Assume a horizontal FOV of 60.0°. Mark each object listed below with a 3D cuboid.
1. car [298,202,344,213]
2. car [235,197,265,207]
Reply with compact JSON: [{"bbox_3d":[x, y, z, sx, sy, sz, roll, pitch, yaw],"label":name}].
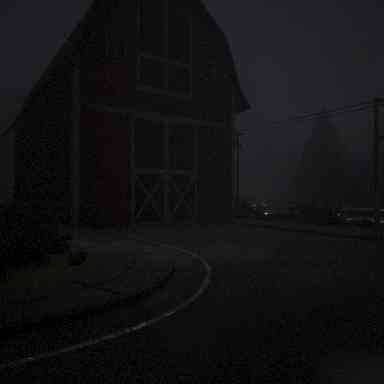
[{"bbox_3d":[11.274,1.627,30.210,1.895,1.301,4.718,0,0,-34],"label":"car"},{"bbox_3d":[6.167,1.379,37.650,2.097,1.767,4.553,0,0,-34],"label":"car"}]
